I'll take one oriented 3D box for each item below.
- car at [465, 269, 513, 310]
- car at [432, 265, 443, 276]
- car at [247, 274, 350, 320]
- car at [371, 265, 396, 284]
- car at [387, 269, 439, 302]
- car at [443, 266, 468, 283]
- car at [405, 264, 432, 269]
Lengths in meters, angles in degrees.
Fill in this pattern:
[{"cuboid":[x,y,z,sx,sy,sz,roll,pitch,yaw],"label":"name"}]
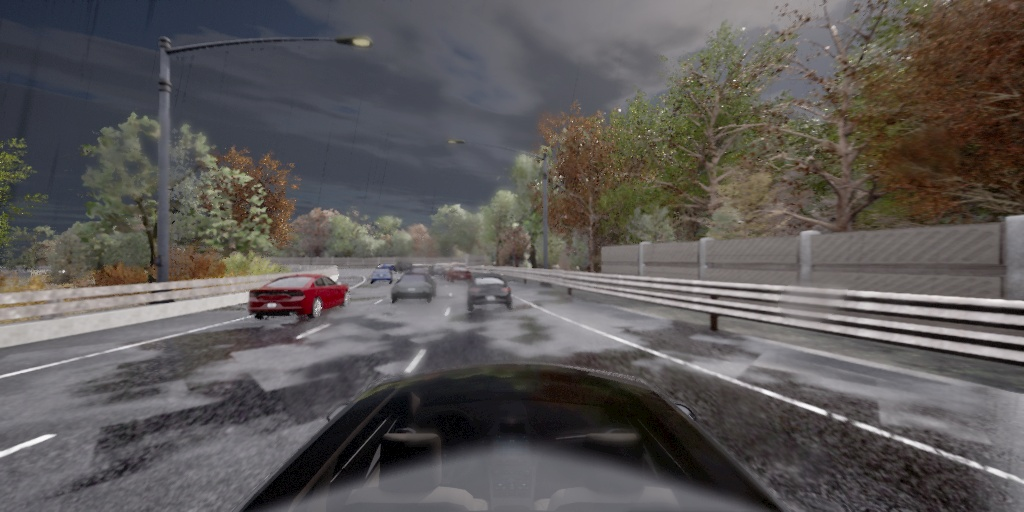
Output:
[{"cuboid":[-1.067,1.484,15.933,1.812,1.442,4.674,0,-1,-7],"label":"car"},{"cuboid":[-10.029,1.973,47.606,1.812,1.442,4.674,0,-1,-23],"label":"car"},{"cuboid":[-7.823,1.429,13.702,1.882,1.535,5.008,0,-1,-7],"label":"car"},{"cuboid":[-12.108,1.800,33.485,2.033,1.411,5.357,0,-1,-18],"label":"car"},{"cuboid":[-5.065,1.580,18.891,1.994,1.385,4.181,0,-1,-9],"label":"car"},{"cuboid":[-5.070,1.709,33.882,1.882,1.535,5.008,0,-1,-17],"label":"car"},{"cuboid":[-9.849,1.865,37.511,1.994,1.385,4.181,0,-1,-19],"label":"car"}]
